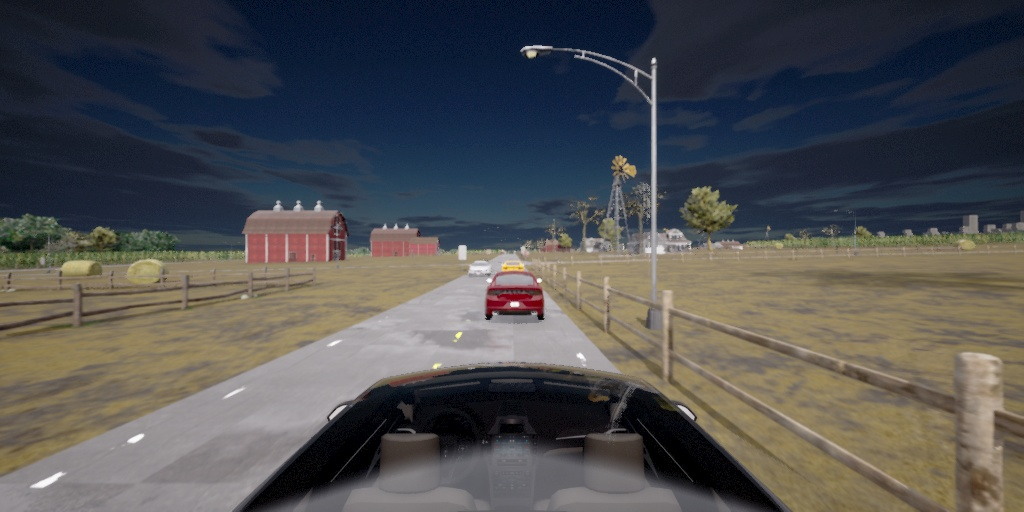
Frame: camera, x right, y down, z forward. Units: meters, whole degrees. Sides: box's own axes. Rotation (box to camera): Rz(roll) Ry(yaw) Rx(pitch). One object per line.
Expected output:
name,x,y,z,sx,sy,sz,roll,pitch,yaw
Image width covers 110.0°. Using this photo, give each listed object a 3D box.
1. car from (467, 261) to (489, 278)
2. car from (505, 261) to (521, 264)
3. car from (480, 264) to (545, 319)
car,-2.855,1.170,32.754,1.812,1.442,4.674,0,1,0
car,0.084,1.139,31.408,1.882,1.535,5.008,0,1,0
car,0.086,1.262,13.071,1.882,1.535,5.008,0,0,0
